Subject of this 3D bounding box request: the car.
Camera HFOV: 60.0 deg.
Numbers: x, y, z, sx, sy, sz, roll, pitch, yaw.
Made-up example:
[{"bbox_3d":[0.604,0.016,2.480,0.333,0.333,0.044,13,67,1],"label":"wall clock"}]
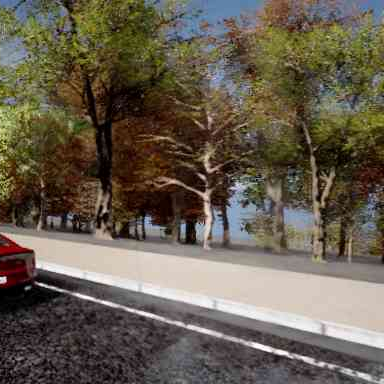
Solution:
[{"bbox_3d":[-5.608,1.524,7.666,5.008,1.535,1.882,0,0,35],"label":"car"}]
